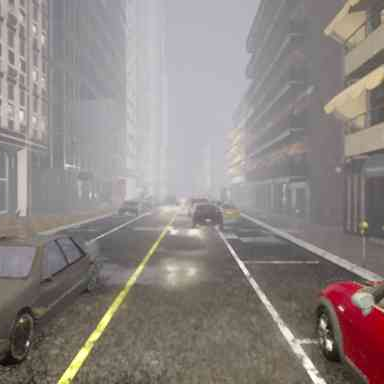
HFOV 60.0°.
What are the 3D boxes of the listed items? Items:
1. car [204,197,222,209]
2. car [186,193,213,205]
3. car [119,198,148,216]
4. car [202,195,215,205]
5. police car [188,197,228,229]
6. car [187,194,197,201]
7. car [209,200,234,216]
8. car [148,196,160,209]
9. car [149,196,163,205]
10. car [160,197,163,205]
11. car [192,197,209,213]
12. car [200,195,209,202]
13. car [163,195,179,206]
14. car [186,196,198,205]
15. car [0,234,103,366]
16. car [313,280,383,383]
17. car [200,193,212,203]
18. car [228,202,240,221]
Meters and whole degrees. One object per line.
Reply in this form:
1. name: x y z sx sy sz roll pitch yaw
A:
1. car: 2.685 1.412 42.717 2.008 1.369 4.403 0 0 0
2. car: 0.686 1.249 30.803 2.097 1.767 4.553 0 0 0
3. car: -5.694 1.461 31.418 1.947 1.339 4.313 0 0 0
4. car: 2.683 1.270 54.012 1.967 1.590 4.097 0 0 0
5. police car: 0.897 1.354 20.942 1.930 1.638 5.238 0 0 0
6. car: -0.010 1.173 76.213 2.128 1.511 4.902 0 0 0
7. car: 2.687 1.461 31.419 1.947 1.339 4.313 0 0 0
8. car: -5.695 1.412 42.714 2.008 1.369 4.403 0 0 0
9. car: -5.698 1.355 53.842 1.752 1.417 4.829 0 0 0
10. car: -5.697 1.285 48.364 1.967 1.590 4.097 0 0 0
11. car: 0.895 1.334 37.023 1.801 1.575 5.366 0 0 0
12. car: 2.680 1.366 70.959 1.802 1.307 4.206 0 0 0
13. car: -3.071 1.192 49.833 2.097 1.767 4.553 0 0 0
14. car: -0.007 1.350 55.974 1.812 1.442 4.674 0 0 0
15. car: -3.099 1.526 6.015 2.033 1.411 5.357 0 0 0
16. car: 2.691 1.429 3.176 1.967 1.590 4.097 0 0 0
17. car: 2.682 1.115 65.310 2.192 1.841 5.009 0 0 0
18. car: 2.688 1.438 25.940 1.752 1.417 4.829 0 0 0
